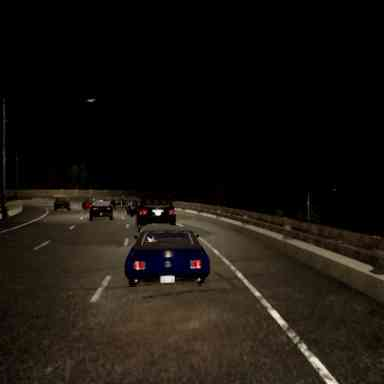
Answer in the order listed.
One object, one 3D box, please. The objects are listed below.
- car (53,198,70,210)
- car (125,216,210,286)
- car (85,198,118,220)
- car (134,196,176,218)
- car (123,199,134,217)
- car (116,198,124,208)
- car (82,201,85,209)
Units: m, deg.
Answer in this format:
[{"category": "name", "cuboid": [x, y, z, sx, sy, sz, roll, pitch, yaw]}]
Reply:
[{"category": "car", "cuboid": [-16.816, 1.527, 42.959, 2.128, 1.511, 4.902, 0, 0, -24]}, {"category": "car", "cuboid": [-0.709, 1.605, 9.412, 1.895, 1.301, 4.718, 0, 0, -5]}, {"category": "car", "cuboid": [-7.730, 1.512, 28.323, 2.128, 1.511, 4.902, 0, 0, -16]}, {"category": "car", "cuboid": [-2.292, 1.234, 20.353, 2.150, 2.045, 5.566, 0, 0, -10]}, {"category": "car", "cuboid": [-5.211, 1.583, 32.203, 1.994, 1.385, 4.181, 0, 0, -16]}, {"category": "car", "cuboid": [-9.918, 1.521, 44.661, 2.128, 1.511, 4.902, 0, 0, -24]}, {"category": "car", "cuboid": [-13.161, 1.595, 43.339, 1.994, 1.385, 4.181, 0, 0, -24]}]
